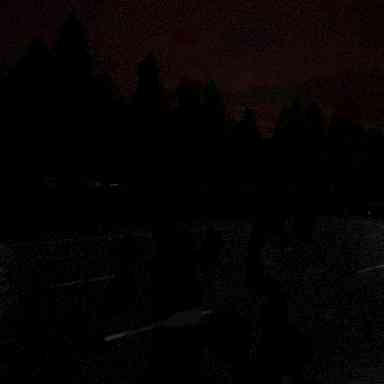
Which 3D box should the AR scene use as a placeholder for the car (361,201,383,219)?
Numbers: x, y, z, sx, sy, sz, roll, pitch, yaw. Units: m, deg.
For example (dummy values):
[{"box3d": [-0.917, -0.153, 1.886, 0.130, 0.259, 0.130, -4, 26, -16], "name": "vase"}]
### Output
[{"box3d": [16.343, 1.519, 28.307, 5.008, 1.535, 1.882, 0, 0, -36], "name": "car"}]
